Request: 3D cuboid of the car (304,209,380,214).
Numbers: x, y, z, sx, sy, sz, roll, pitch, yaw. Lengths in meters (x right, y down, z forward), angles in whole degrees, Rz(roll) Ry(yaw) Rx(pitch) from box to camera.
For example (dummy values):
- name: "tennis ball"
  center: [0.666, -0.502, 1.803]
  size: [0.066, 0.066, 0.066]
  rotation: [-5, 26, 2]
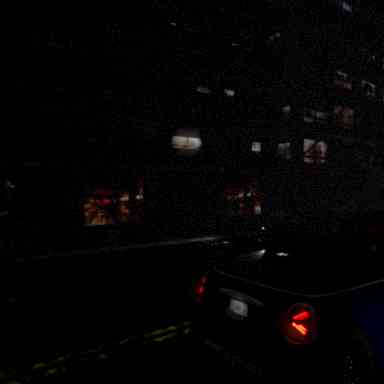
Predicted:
- name: "car"
  center: [6.634, 1.449, 12.493]
  size: [5.008, 1.535, 1.882]
  rotation: [0, 0, -36]

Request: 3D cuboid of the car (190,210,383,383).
- name: "car"
  center: [2.263, 1.341, 5.066]
  size: [4.553, 1.767, 2.097]
  rotation: [0, 0, -36]

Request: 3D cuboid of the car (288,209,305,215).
- name: "car"
  center: [5.611, 1.517, 15.763]
  size: [5.357, 1.411, 2.033]
  rotation: [0, 0, -36]
